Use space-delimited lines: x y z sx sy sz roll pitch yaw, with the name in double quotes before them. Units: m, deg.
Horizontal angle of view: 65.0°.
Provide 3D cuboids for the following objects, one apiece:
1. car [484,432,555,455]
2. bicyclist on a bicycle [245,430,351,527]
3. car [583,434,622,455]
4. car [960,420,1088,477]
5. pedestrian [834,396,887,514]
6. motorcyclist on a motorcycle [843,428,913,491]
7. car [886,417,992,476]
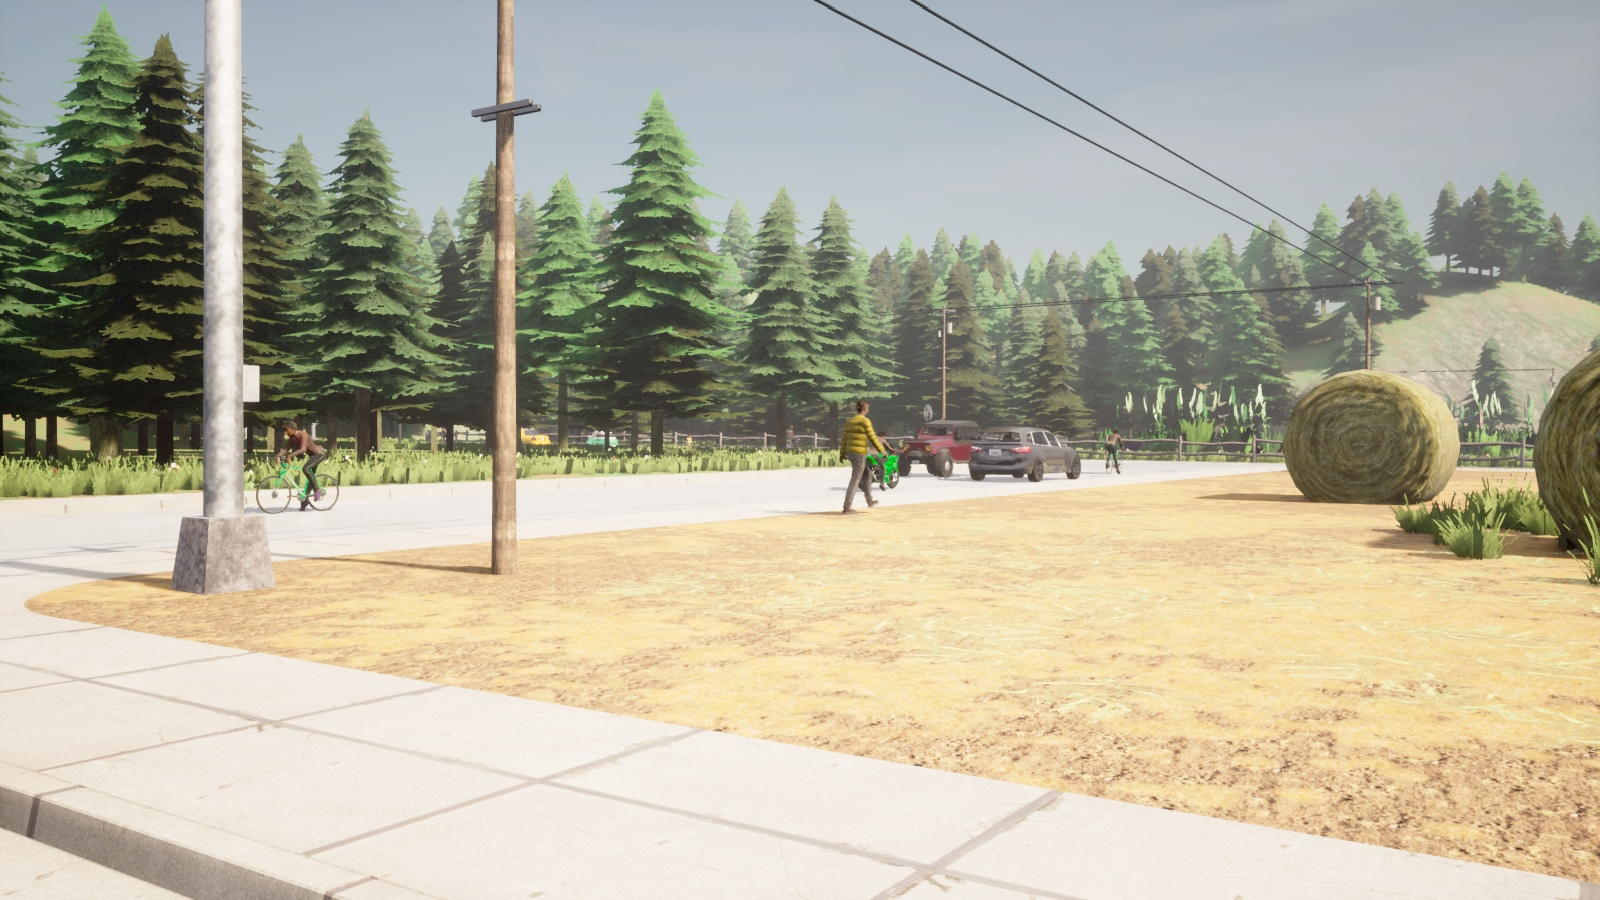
"car" -20.106 -0.477 89.932 5.366 1.575 1.801 0 1 36
"bicyclist on a bicycle" -8.881 0.477 22.268 0.582 1.620 1.656 0 1 35
"car" -13.387 -0.368 85.085 2.207 1.376 1.481 0 1 36
"car" 7.062 -0.090 39.193 2.242 1.667 4.611 0 1 34
"pedestrian" 0.971 0.072 20.012 0.709 1.840 0.431 -1 1 -35
"motorcyclist on a motorcycle" 1.998 0.224 31.863 0.797 1.523 2.044 0 1 35
"car" 4.695 -0.152 41.926 1.905 1.878 3.866 0 1 35
